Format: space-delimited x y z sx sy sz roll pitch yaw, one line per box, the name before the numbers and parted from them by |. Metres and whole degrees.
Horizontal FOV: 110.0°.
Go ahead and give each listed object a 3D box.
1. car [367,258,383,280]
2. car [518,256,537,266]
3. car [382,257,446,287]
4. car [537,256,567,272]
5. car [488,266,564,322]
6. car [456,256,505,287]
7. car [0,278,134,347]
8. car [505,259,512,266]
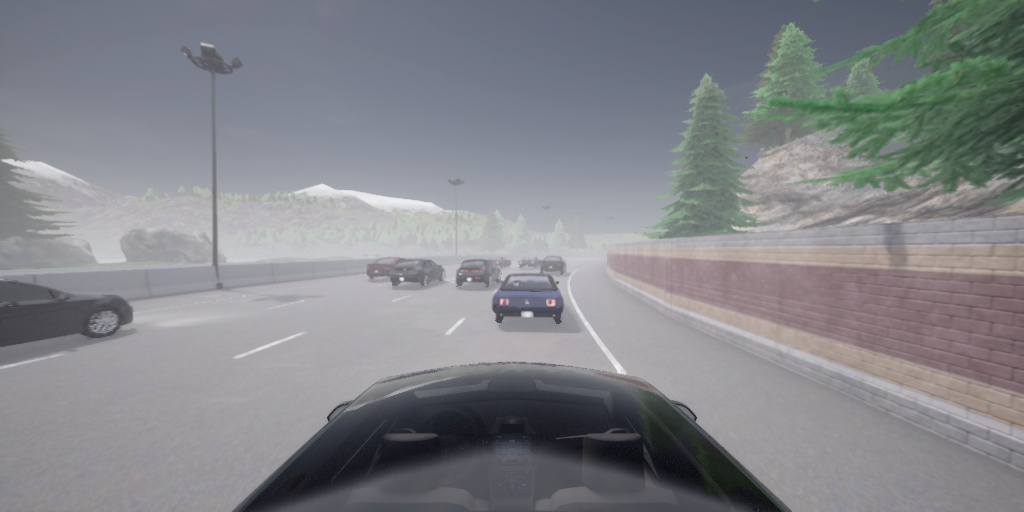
car | -8.209 0.787 25.216 1.882 1.535 5.008 0 1 9
car | 2.172 0.679 39.042 1.895 1.301 4.718 0 1 16
car | -5.357 0.897 20.920 1.837 1.490 4.892 0 1 8
car | 3.634 0.707 30.828 1.882 1.535 5.008 0 1 13
car | 0.573 1.176 11.428 1.895 1.301 4.718 0 1 4
car | -1.843 0.906 20.763 1.837 1.490 4.892 0 1 8
car | -10.204 1.146 6.693 1.837 1.490 4.892 0 1 2
car | -1.441 0.670 39.152 1.895 1.301 4.718 0 1 16
